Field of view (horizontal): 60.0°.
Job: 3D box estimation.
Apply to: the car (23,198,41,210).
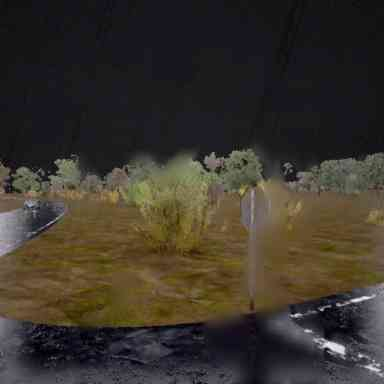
[{"bbox_3d":[-22.379,1.629,46.691,2.128,1.511,4.902,0,0,-19],"label":"car"}]
